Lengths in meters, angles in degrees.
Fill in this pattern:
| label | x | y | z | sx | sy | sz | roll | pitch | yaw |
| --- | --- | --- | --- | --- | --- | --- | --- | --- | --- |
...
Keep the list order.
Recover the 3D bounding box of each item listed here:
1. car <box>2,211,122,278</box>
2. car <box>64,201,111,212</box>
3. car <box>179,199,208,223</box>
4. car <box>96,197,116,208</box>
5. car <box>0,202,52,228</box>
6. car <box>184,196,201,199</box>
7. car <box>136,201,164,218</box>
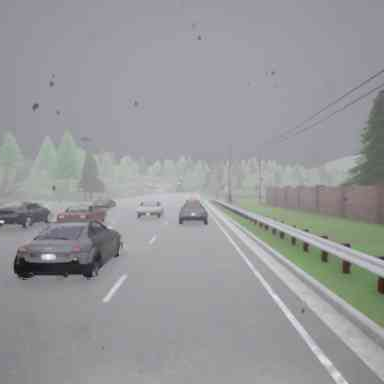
| label | x | y | z | sx | sy | sz | roll | pitch | yaw |
| --- | --- | --- | --- | --- | --- | --- | --- | --- | --- |
| car | -3.406 | 1.498 | 9.899 | 1.994 | 1.385 | 4.181 | 0 | 0 | 0 |
| car | -6.913 | 1.460 | 21.484 | 1.895 | 1.301 | 4.718 | 0 | 0 | 0 |
| car | 0.086 | 1.408 | 23.777 | 1.994 | 1.385 | 4.181 | 0 | 0 | 0 |
| car | -10.425 | 1.304 | 39.688 | 1.994 | 1.385 | 4.181 | 0 | 0 | 0 |
| car | -10.414 | 1.368 | 20.713 | 1.837 | 1.490 | 4.892 | 0 | 0 | 0 |
| car | 0.075 | 1.205 | 41.564 | 1.882 | 1.535 | 5.008 | 0 | 0 | 0 |
| car | -3.418 | 1.416 | 28.182 | 1.895 | 1.301 | 4.718 | 0 | 0 | 0 |
